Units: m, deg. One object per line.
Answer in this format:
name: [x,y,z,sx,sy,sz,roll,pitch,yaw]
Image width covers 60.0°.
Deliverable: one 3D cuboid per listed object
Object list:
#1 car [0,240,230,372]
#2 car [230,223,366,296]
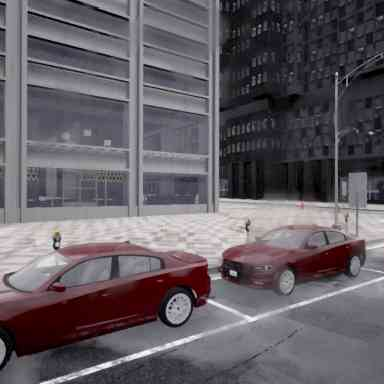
car: [-1.755,1.545,5.416,4.507,1.381,1.887,0,0,-36]
car: [2.736,1.545,8.635,4.507,1.381,1.887,0,0,-36]
